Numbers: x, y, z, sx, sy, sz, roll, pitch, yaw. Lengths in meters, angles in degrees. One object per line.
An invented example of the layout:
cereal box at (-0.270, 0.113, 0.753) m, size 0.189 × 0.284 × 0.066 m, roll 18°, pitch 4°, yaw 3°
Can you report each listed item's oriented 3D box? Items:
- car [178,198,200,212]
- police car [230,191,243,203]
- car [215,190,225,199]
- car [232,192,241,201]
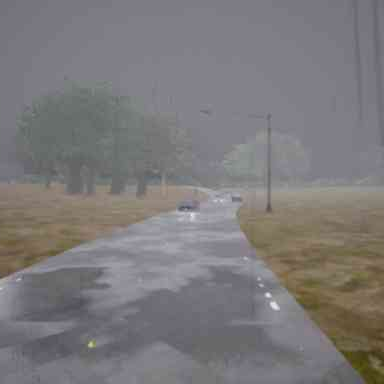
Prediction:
car at (-0.237, 1.374, 36.516) m, size 2.033 × 1.411 × 5.357 m, roll 0°, pitch 0°, yaw 9°
police car at (8.401, 1.098, 62.086) m, size 1.930 × 1.638 × 5.238 m, roll 0°, pitch 1°, yaw 9°
car at (6.211, 0.853, 77.455) m, size 1.895 × 1.301 × 4.718 m, roll 0°, pitch 2°, yaw 4°
car at (9.640, 0.898, 72.194) m, size 1.801 × 1.575 × 5.366 m, roll -2°, pitch 2°, yaw 6°
